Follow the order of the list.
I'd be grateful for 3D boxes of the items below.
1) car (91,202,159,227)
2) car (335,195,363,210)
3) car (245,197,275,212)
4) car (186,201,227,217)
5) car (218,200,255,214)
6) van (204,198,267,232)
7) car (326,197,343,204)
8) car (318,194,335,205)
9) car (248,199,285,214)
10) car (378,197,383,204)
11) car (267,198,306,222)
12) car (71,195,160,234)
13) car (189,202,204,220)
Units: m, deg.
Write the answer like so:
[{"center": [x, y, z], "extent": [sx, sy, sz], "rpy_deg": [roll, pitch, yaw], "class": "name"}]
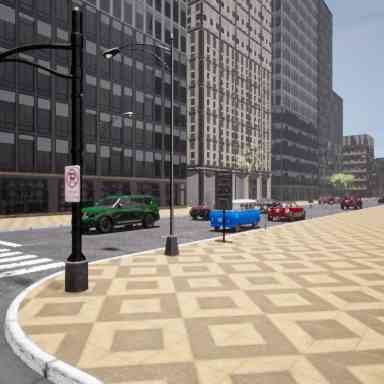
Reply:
[{"center": [-4.657, 1.540, 23.941], "extent": [1.752, 1.417, 4.829], "rpy_deg": [0, 0, 38], "class": "car"}, {"center": [21.323, 1.368, 44.426], "extent": [2.192, 1.841, 5.009], "rpy_deg": [0, 0, 38], "class": "car"}, {"center": [8.281, 1.471, 40.449], "extent": [1.967, 1.590, 4.097], "rpy_deg": [0, 0, 38], "class": "car"}, {"center": [1.471, 1.603, 31.648], "extent": [1.802, 1.307, 4.206], "rpy_deg": [0, 0, 38], "class": "car"}, {"center": [4.876, 1.570, 36.049], "extent": [1.887, 1.381, 4.507], "rpy_deg": [0, 0, 38], "class": "car"}, {"center": [2.723, 1.368, 20.209], "extent": [1.690, 1.788, 3.998], "rpy_deg": [0, 0, 38], "class": "van"}, {"center": [28.711, 1.624, 66.849], "extent": [2.008, 1.369, 4.403], "rpy_deg": [0, 0, 38], "class": "car"}, {"center": [25.306, 1.380, 62.450], "extent": [2.192, 1.841, 5.009], "rpy_deg": [0, 0, 38], "class": "car"}, {"center": [8.224, 1.523, 36.322], "extent": [2.128, 1.511, 4.902], "rpy_deg": [0, 0, 38], "class": "car"}, {"center": [38.347, 1.658, 66.425], "extent": [1.947, 1.339, 4.313], "rpy_deg": [0, 0, 38], "class": "car"}, {"center": [7.703, 1.472, 26.825], "extent": [1.967, 1.590, 4.097], "rpy_deg": [0, 0, 38], "class": "car"}, {"center": [-4.380, 1.238, 20.019], "extent": [2.150, 2.045, 5.566], "rpy_deg": [0, 0, 39], "class": "car"}, {"center": [1.837, 1.624, 28.086], "extent": [1.895, 1.301, 4.718], "rpy_deg": [0, 0, 38], "class": "car"}]
